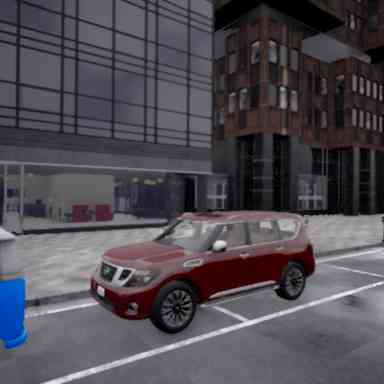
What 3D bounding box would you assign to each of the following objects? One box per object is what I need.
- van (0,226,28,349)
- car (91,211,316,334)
[{"bbox_3d":[-4.035,1.328,3.772,3.998,1.788,1.690,1,0,-35],"label":"van"},{"bbox_3d":[0.536,1.361,7.024,5.009,1.841,2.192,1,0,-35],"label":"car"}]
